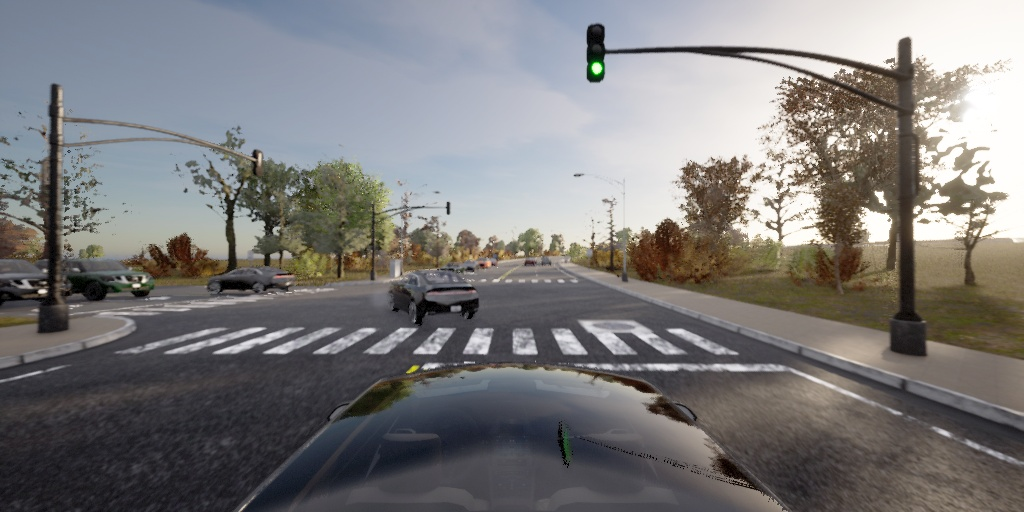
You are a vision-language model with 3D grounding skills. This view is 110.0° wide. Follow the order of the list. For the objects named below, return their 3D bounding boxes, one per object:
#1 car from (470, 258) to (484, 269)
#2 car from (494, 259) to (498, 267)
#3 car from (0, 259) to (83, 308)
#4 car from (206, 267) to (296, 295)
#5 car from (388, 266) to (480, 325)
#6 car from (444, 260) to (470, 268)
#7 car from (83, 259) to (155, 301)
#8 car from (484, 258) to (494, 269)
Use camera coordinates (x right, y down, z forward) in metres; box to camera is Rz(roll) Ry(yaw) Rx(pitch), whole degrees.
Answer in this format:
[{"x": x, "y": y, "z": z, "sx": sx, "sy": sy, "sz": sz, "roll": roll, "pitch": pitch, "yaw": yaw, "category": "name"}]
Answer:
[{"x": -5.189, "y": 1.254, "z": 44.770, "sx": 2.033, "sy": 1.411, "sz": 5.357, "roll": 0, "pitch": 0, "yaw": 4, "category": "car"}, {"x": -3.628, "y": 1.185, "z": 64.502, "sx": 1.812, "sy": 1.442, "sz": 4.674, "roll": 0, "pitch": 0, "yaw": 5, "category": "car"}, {"x": -21.820, "y": 1.124, "z": 15.043, "sx": 5.566, "sy": 2.045, "sz": 2.150, "roll": -1, "pitch": -1, "yaw": 8, "category": "car"}, {"x": -15.052, "y": 1.393, "z": 20.728, "sx": 4.902, "sy": 1.511, "sz": 2.128, "roll": -1, "pitch": -1, "yaw": 10, "category": "car"}, {"x": -2.767, "y": 1.233, "z": 11.903, "sx": 2.128, "sy": 1.511, "sz": 4.902, "roll": 0, "pitch": 0, "yaw": -31, "category": "car"}, {"x": -5.772, "y": 1.322, "z": 35.111, "sx": 1.895, "sy": 1.301, "sz": 4.718, "roll": 0, "pitch": 0, "yaw": 4, "category": "car"}, {"x": -21.430, "y": 1.155, "z": 18.271, "sx": 5.566, "sy": 2.045, "sz": 2.150, "roll": -1, "pitch": -1, "yaw": 8, "category": "car"}, {"x": -4.470, "y": 1.039, "z": 54.494, "sx": 2.097, "sy": 1.767, "sz": 4.553, "roll": 0, "pitch": 0, "yaw": 5, "category": "car"}]
